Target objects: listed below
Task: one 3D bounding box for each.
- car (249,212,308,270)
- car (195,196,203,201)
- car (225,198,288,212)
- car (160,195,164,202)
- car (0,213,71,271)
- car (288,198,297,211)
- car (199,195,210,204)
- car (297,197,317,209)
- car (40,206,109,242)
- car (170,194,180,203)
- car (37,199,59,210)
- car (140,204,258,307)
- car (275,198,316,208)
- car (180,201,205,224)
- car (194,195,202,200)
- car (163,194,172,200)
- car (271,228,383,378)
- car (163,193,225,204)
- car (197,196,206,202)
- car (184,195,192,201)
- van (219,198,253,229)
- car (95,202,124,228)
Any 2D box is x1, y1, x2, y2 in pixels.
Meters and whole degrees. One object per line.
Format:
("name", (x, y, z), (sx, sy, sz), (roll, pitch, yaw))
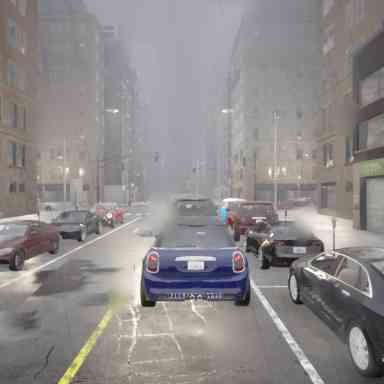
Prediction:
("car", (2.831, 1.566, 10.850), (1.947, 1.339, 4.313), (0, 0, 0))
("car", (1.824, 1.639, 88.395), (1.802, 1.307, 4.206), (0, 0, -1))
("car", (2.816, 1.315, 16.374), (2.192, 1.841, 5.009), (0, 0, 0))
("car", (-6.417, 1.480, 76.890), (1.967, 1.590, 4.097), (0, 0, -1))
("car", (-5.694, 1.582, 10.817), (1.802, 1.307, 4.206), (0, 0, 0))
("car", (9.590, 1.548, 38.744), (4.181, 1.385, 1.994), (0, 0, 0))
("car", (2.386, 1.468, 65.787), (1.967, 1.590, 4.097), (0, 0, -1))
("car", (14.912, 1.481, 45.489), (4.902, 1.511, 2.128), (0, 0, 0))
("car", (-5.710, 1.566, 16.342), (1.947, 1.339, 4.313), (0, 0, 0))
("car", (-3.613, 1.389, 71.362), (2.097, 1.767, 4.553), (0, 0, -1))
("car", (-17.873, 1.540, 38.519), (4.674, 1.442, 1.812), (0, 0, -2))
("car", (0.030, 1.352, 8.152), (2.097, 1.767, 4.553), (0, 0, -1))
("car", (15.047, 1.541, 48.741), (5.357, 1.411, 2.033), (0, 0, 0))
("car", (0.025, 1.526, 26.053), (1.812, 1.442, 4.674), (0, 0, -1))
("car", (1.682, 1.620, 94.048), (1.887, 1.381, 4.507), (0, 0, -1))
("car", (-6.841, 1.390, 93.850), (2.192, 1.841, 5.009), (0, 0, -1))
("car", (2.848, 1.551, 5.327), (2.008, 1.369, 4.403), (0, 0, 0))
("car", (0.058, 1.222, 15.487), (2.150, 2.045, 5.566), (0, 0, 0))
("car", (2.105, 1.622, 77.093), (1.802, 1.307, 4.206), (0, 0, -1))
("car", (-1.099, 1.616, 91.021), (1.994, 1.385, 4.181), (0, 0, -1))
("van", (2.800, 1.342, 21.898), (1.690, 1.788, 3.998), (0, 0, 0))
("car", (-5.726, 1.441, 21.867), (1.967, 1.590, 4.097), (0, 0, 0))
